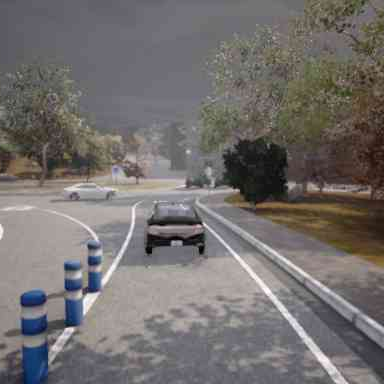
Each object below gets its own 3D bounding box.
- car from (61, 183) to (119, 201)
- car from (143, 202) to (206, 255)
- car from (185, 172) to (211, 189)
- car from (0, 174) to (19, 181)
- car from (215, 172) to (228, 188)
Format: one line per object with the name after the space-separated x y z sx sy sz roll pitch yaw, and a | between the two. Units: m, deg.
-8.589 -0.058 28.154 4.674 1.442 1.812 -2 5 -19 | car
-0.656 1.074 11.568 2.128 1.511 4.902 0 3 -5 | car
0.859 -1.531 42.781 2.150 2.045 5.566 2 5 18 | car
-34.085 -2.605 59.945 2.033 1.411 5.357 3 5 32 | car
4.339 -1.642 44.096 2.150 2.045 5.566 1 5 11 | car
